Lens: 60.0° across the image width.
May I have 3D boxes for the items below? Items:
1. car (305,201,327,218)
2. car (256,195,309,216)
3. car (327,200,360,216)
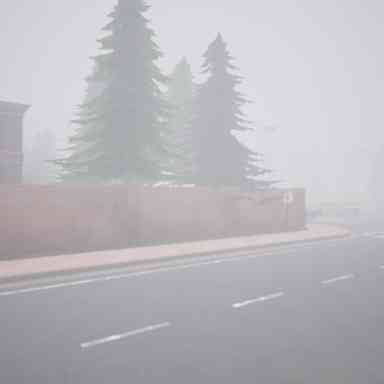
[{"bbox_3d":[9.518,1.695,31.360,2.033,1.411,5.357,0,0,-34],"label":"car"},{"bbox_3d":[9.945,1.389,36.852,2.150,2.045,5.566,0,0,-35],"label":"car"},{"bbox_3d":[15.256,1.665,35.405,1.882,1.535,5.008,0,0,-35],"label":"car"}]
